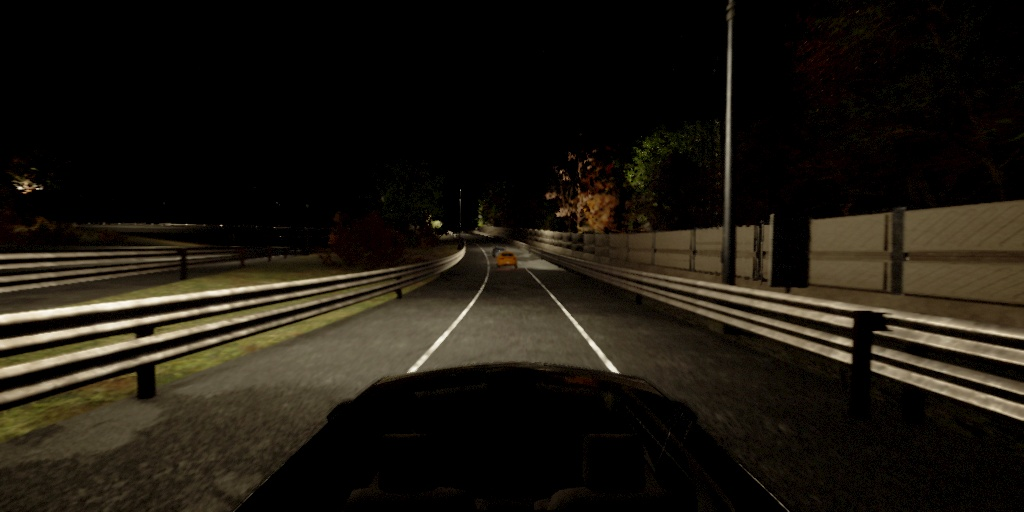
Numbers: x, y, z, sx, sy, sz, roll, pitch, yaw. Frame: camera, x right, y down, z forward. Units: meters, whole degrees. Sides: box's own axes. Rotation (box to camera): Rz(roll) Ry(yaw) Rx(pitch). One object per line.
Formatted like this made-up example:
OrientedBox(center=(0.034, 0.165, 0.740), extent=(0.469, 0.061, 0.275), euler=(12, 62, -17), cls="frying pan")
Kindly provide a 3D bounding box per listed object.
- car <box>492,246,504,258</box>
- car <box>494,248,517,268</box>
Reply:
OrientedBox(center=(-1.685, -0.597, 48.993), extent=(1.812, 1.442, 4.674), euler=(1, 5, -6), cls="car")
OrientedBox(center=(-0.565, 0.291, 36.072), extent=(1.882, 1.535, 5.008), euler=(1, 4, -5), cls="car")
